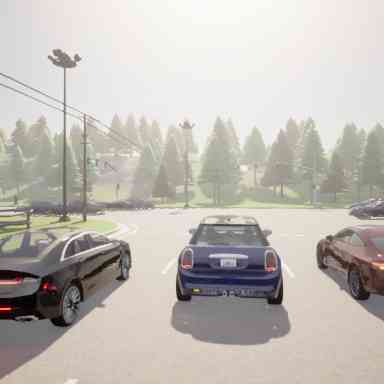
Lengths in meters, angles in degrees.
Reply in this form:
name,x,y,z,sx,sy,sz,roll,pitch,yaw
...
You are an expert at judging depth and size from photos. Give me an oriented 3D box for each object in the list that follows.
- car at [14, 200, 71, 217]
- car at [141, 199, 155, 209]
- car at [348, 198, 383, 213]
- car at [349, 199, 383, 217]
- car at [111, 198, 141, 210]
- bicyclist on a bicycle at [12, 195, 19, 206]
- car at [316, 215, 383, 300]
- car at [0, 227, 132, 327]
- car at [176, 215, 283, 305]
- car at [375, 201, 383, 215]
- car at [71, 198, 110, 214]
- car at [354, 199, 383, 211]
name,x,y,z,sx,sy,sz,roll,pitch,yaw
car,-14.309,1.527,31.265,4.674,1.442,1.812,0,0,7
car,-7.664,1.550,44.545,5.357,1.411,2.033,0,0,7
car,20.501,1.495,37.497,4.902,1.511,2.128,0,0,7
car,15.671,1.493,27.519,4.902,1.511,2.128,0,0,7
car,-9.231,1.603,41.212,4.718,1.301,1.895,0,0,7
bicyclist on a bicycle,-27.067,1.305,50.963,0.582,1.620,1.656,0,0,7
car,4.440,1.526,8.127,1.812,1.442,4.674,0,0,7
car,-2.740,1.492,7.078,2.128,1.511,4.902,0,0,7
car,0.942,1.352,8.362,2.097,1.767,4.553,0,0,7
car,21.502,1.603,33.844,4.718,1.301,1.895,0,0,7
car,-11.673,1.549,34.463,5.357,1.411,2.033,0,0,7
car,22.452,1.567,40.781,4.181,1.385,1.994,0,0,7
